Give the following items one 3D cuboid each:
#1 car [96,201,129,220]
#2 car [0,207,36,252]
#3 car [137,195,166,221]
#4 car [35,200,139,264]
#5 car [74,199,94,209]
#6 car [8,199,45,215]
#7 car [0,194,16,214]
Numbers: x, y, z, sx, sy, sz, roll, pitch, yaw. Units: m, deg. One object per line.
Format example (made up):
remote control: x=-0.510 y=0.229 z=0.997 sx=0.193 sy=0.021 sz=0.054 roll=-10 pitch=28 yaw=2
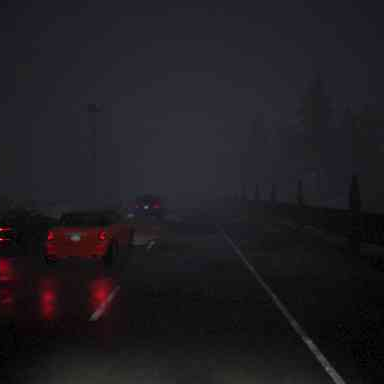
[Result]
car: x=-6.930 y=1.588 z=29.462 sx=1.994 sy=1.385 sz=4.181 roll=0 pitch=0 yaw=0
car: x=-6.925 y=1.504 z=13.902 sx=2.128 sy=1.511 sz=4.902 roll=0 pitch=0 yaw=0
car: x=-3.430 y=1.247 z=27.726 sx=2.150 sy=2.045 sz=5.566 roll=0 pitch=0 yaw=0
car: x=-3.438 y=1.366 z=12.002 sx=2.097 sy=1.767 sz=4.553 roll=0 pitch=0 yaw=0
car: x=-15.273 y=1.640 z=47.336 sx=1.895 sy=1.301 sz=4.718 roll=0 pitch=0 yaw=-9
car: x=-17.742 y=1.556 z=35.911 sx=1.812 sy=1.442 sz=4.674 roll=0 pitch=0 yaw=-2
car: x=-21.190 y=1.253 z=35.321 sx=2.150 sy=2.045 sz=5.566 roll=0 pitch=0 yaw=-2
